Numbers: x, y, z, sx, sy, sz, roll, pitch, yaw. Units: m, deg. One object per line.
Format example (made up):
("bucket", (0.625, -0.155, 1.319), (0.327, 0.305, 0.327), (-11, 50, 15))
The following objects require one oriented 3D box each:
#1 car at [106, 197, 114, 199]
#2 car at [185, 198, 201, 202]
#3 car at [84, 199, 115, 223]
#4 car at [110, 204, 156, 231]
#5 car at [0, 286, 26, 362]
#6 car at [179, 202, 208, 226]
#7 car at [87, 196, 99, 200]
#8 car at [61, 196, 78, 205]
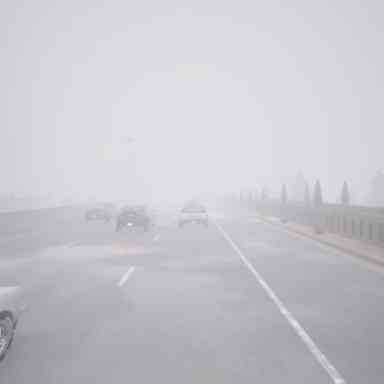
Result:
("car", (-15.116, 1.658, 61.199), (1.812, 1.442, 4.674), (0, 0, -7))
("car", (0.107, 1.561, 41.316), (1.837, 1.490, 4.892), (0, 0, 0))
("car", (-6.895, 1.545, 25.701), (1.812, 1.442, 4.674), (0, 0, 0))
("car", (-3.396, 1.516, 20.555), (1.837, 1.490, 4.892), (0, 0, 0))
("car", (-3.400, 1.601, 2.829), (1.895, 1.301, 4.718), (0, 0, 0))
("car", (0.106, 1.615, 23.171), (1.895, 1.301, 4.718), (0, 0, 0))
("car", (-19.310, 1.513, 65.059), (2.097, 1.767, 4.553), (0, 0, -9))
("car", (-22.009, 1.485, 59.906), (2.097, 1.767, 4.553), (0, 0, -7))
